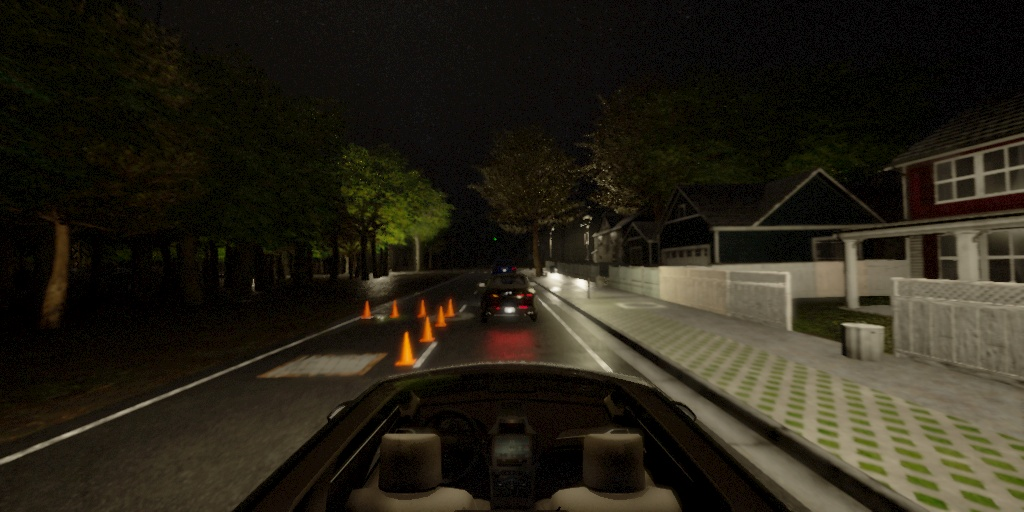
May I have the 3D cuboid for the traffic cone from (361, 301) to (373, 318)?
[{"bbox_3d":[-5.240,1.915,12.973,0.340,0.580,0.340,0,0,-2],"label":"traffic cone"}]

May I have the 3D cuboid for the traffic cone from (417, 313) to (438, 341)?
[{"bbox_3d":[-2.129,1.821,9.061,0.340,0.580,0.340,0,0,-2],"label":"traffic cone"}]

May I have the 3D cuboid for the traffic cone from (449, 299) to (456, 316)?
[{"bbox_3d":[-2.242,1.868,13.059,0.340,0.580,0.340,0,0,-2],"label":"traffic cone"}]

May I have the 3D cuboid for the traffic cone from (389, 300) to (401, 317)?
[{"bbox_3d":[-4.240,1.899,13.002,0.340,0.580,0.340,0,0,-2],"label":"traffic cone"}]

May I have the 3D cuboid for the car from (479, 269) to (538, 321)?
[{"bbox_3d":[-0.139,1.384,13.078,1.837,1.490,4.892,-1,-1,-2],"label":"car"}]

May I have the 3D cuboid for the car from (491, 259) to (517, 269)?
[{"bbox_3d":[-0.703,1.332,32.673,2.150,2.045,5.566,-1,-1,-2],"label":"car"}]

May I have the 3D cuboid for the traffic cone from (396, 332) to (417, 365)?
[{"bbox_3d":[-2.071,1.798,7.062,0.340,0.580,0.340,0,0,-2],"label":"traffic cone"}]

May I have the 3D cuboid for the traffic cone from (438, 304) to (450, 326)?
[{"bbox_3d":[-2.185,1.845,11.060,0.340,0.580,0.340,0,0,-2],"label":"traffic cone"}]

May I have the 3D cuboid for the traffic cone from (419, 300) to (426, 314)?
[{"bbox_3d":[-3.242,1.884,13.030,0.340,0.580,0.340,0,0,-2],"label":"traffic cone"}]
